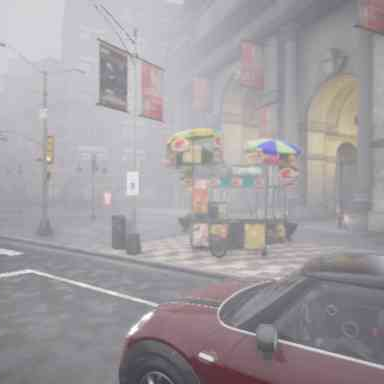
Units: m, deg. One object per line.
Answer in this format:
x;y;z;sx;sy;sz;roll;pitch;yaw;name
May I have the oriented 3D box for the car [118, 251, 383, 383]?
1.456;1.350;2.921;4.553;1.767;2.097;0;0;36;car
